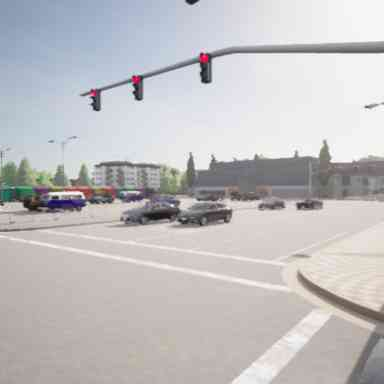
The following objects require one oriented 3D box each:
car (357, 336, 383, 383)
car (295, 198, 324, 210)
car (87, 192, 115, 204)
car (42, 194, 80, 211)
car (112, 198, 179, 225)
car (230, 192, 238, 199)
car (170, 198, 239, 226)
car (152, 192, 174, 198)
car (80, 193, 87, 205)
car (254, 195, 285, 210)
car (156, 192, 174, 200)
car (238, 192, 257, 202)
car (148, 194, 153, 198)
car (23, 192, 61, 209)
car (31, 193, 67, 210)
[{"bbox_3d":[3.604,1.511,1.381,5.357,1.411,2.033,0,0,38],"label":"car"},{"bbox_3d":[13.831,1.393,39.053,1.895,1.301,4.718,0,0,39],"label":"car"},{"bbox_3d":[-17.238,1.018,64.287,1.932,1.855,4.605,0,0,39],"label":"car"},{"bbox_3d":[-17.919,1.346,45.613,1.970,1.475,3.806,0,0,39],"label":"car"},{"bbox_3d":[-2.898,1.448,23.634,2.128,1.511,4.902,0,1,38],"label":"car"},{"bbox_3d":[9.036,0.859,65.757,1.905,1.878,3.866,0,0,39],"label":"car"},{"bbox_3d":[0.969,1.442,22.873,1.837,1.490,4.892,0,1,38],"label":"car"},{"bbox_3d":[-3.984,1.228,53.806,1.970,1.475,3.806,0,0,39],"label":"car"},{"bbox_3d":[-19.459,1.233,66.147,1.784,1.438,3.905,0,0,39],"label":"car"},{"bbox_3d":[9.460,1.343,39.172,1.812,1.442,4.674,0,0,38],"label":"car"},{"bbox_3d":[-6.313,0.896,77.983,1.905,1.878,3.866,0,0,39],"label":"car"},{"bbox_3d":[11.263,0.851,63.907,1.932,1.855,4.605,0,0,39],"label":"car"},{"bbox_3d":[-8.566,1.140,79.801,1.970,1.475,3.806,0,0,39],"label":"car"},{"bbox_3d":[-22.309,1.115,49.057,1.932,1.855,4.605,0,0,39],"label":"car"},{"bbox_3d":[-20.180,1.320,47.422,1.784,1.438,3.905,0,0,39],"label":"car"}]
